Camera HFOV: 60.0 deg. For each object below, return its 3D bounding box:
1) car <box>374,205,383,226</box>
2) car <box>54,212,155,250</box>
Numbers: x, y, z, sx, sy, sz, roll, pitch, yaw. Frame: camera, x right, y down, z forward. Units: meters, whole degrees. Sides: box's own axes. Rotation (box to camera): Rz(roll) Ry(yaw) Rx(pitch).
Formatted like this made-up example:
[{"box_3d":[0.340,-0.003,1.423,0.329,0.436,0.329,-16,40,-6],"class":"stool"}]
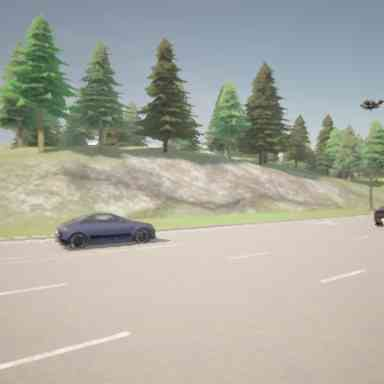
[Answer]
[{"box_3d":[14.124,1.518,22.415,4.892,1.490,1.837,0,0,-35],"class":"car"},{"box_3d":[-3.702,1.567,14.348,4.181,1.385,1.994,0,0,-32],"class":"car"}]
